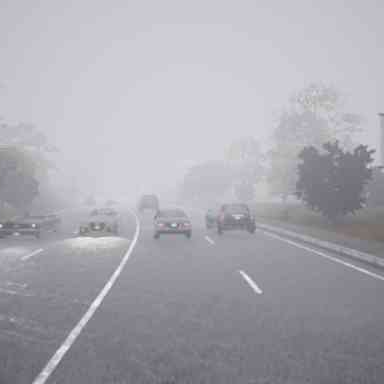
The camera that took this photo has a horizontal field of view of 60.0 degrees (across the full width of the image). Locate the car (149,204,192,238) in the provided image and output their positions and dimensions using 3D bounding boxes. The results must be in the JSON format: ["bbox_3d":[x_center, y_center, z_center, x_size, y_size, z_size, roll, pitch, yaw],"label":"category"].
[{"bbox_3d":[-1.146,1.579,17.823,2.033,1.411,5.357,0,0,-7],"label":"car"}]

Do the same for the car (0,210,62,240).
[{"bbox_3d":[-8.381,1.645,17.561,1.895,1.301,4.718,0,0,-8],"label":"car"}]

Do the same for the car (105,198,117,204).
[{"bbox_3d":[-14.363,1.680,58.990,1.994,1.385,4.181,0,0,-16],"label":"car"}]

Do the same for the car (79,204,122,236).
[{"bbox_3d":[-5.044,1.604,18.788,1.994,1.385,4.181,0,0,-8],"label":"car"}]

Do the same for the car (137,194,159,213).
[{"bbox_3d":[-5.129,1.294,38.897,2.150,2.045,5.566,0,0,-13],"label":"car"}]

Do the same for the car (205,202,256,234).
[{"bbox_3d":[2.103,1.380,19.456,2.097,1.767,4.553,0,0,-8],"label":"car"}]

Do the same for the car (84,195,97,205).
[{"bbox_3d":[-17.625,1.469,57.655,2.097,1.767,4.553,0,0,-16],"label":"car"}]
